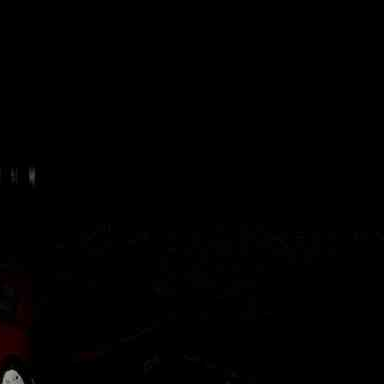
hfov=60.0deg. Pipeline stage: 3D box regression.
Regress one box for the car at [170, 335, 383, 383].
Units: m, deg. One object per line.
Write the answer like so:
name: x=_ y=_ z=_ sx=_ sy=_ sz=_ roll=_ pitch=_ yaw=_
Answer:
car: x=2.276 y=1.541 z=1.357 sx=4.507 sy=1.381 sz=1.887 roll=0 pitch=0 yaw=36

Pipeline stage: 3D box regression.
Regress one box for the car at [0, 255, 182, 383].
car: x=-2.222 y=1.559 z=4.566 sx=4.507 sy=1.381 sz=1.887 roll=0 pitch=0 yaw=36
